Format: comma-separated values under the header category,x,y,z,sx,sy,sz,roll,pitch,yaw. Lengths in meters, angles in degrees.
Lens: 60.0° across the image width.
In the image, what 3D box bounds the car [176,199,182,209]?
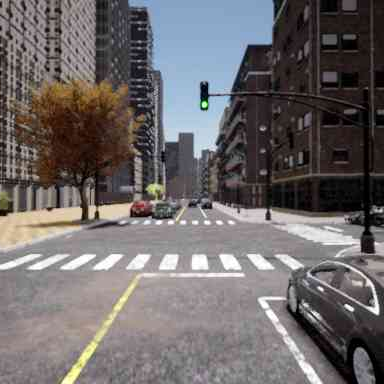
category,x,y,z,sx,sy,sz,roll,pitch,yaw
car,-3.050,2.204,53.277,2.128,1.511,4.902,0,-1,0

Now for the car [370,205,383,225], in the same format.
category,x,y,z,sx,sy,sz,roll,pitch,yaw
car,14.897,1.603,21.711,5.357,1.411,2.033,-1,-1,3

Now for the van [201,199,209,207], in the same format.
category,x,y,z,sx,sy,sz,roll,pitch,yaw
van,2.742,2.294,70.426,1.690,1.788,3.998,0,-1,0

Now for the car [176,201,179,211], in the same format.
category,x,y,z,sx,sy,sz,roll,pitch,yaw
car,-3.065,2.186,43.964,1.895,1.301,4.718,0,-1,0

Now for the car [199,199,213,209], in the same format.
category,x,y,z,sx,sy,sz,roll,pitch,yaw
car,2.734,2.363,59.378,1.947,1.339,4.313,0,-1,0

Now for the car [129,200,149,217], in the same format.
category,x,y,z,sx,sy,sz,roll,pitch,yaw
car,-5.664,1.809,37.299,2.192,1.841,5.009,0,-1,0

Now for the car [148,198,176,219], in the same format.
category,x,y,z,sx,sy,sz,roll,pitch,yaw
car,-3.046,1.815,34.984,2.097,1.767,4.553,0,-1,-1

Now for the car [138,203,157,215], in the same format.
category,x,y,z,sx,sy,sz,roll,pitch,yaw
car,-5.660,2.135,42.818,1.947,1.339,4.313,0,-1,0

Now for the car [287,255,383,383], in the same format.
category,x,y,z,sx,sy,sz,roll,pitch,yaw
car,2.692,1.615,4.904,2.008,1.369,4.403,0,-1,0

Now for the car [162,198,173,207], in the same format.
category,x,y,z,sx,sy,sz,roll,pitch,yaw
car,-5.635,2.348,75.955,2.192,1.841,5.009,0,-1,0

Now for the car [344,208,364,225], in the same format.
category,x,y,z,sx,sy,sz,roll,pitch,yaw
car,13.443,1.659,24.302,4.403,1.369,2.008,-1,0,-1

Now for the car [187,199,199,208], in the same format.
category,x,y,z,sx,sy,sz,roll,pitch,yaw
car,0.150,2.391,65.614,1.837,1.490,4.892,0,-1,0

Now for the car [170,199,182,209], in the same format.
category,x,y,z,sx,sy,sz,roll,pitch,yaw
car,-2.995,2.201,63.083,2.097,1.767,4.553,0,-1,1

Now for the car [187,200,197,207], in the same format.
category,x,y,z,sx,sy,sz,roll,pitch,yaw
car,0.058,2.571,76.863,2.128,1.511,4.902,0,-1,0

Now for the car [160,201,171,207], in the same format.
category,x,y,z,sx,sy,sz,roll,pitch,yaw
car,-5.639,2.519,70.430,1.947,1.339,4.313,0,-1,0
